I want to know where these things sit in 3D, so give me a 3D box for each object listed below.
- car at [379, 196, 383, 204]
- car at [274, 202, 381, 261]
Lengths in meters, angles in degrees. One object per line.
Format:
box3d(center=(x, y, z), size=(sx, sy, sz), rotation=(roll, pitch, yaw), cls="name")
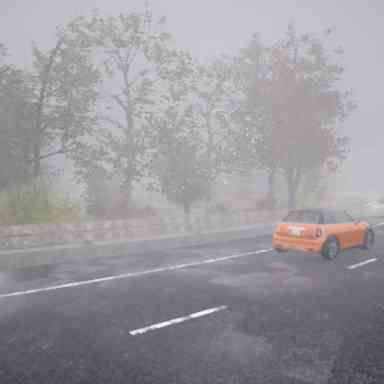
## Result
box3d(center=(35.852, 1.419, 60.875), size=(2.097, 1.767, 4.553), rotation=(0, 0, 14), cls="car")
box3d(center=(5.143, 1.381, 12.742), size=(4.553, 1.767, 2.097), rotation=(0, 0, -42), cls="car")
